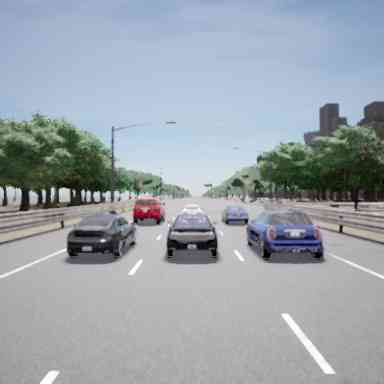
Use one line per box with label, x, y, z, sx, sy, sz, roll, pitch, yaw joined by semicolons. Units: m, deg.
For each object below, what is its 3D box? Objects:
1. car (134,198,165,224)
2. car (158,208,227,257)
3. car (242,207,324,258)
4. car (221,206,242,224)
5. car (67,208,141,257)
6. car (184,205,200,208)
car;-3.490;1.498;27.582;2.150;2.045;5.566;0;0;0
car;0.021;1.631;13.511;2.128;1.511;4.902;0;0;0
car;3.522;1.489;13.437;2.097;1.767;4.553;0;-1;0
car;3.509;1.821;27.519;2.033;1.411;5.357;0;0;0
car;-3.480;1.645;13.505;1.837;1.490;4.892;0;0;0
car;0.022;1.810;28.894;1.812;1.442;4.674;0;0;0
